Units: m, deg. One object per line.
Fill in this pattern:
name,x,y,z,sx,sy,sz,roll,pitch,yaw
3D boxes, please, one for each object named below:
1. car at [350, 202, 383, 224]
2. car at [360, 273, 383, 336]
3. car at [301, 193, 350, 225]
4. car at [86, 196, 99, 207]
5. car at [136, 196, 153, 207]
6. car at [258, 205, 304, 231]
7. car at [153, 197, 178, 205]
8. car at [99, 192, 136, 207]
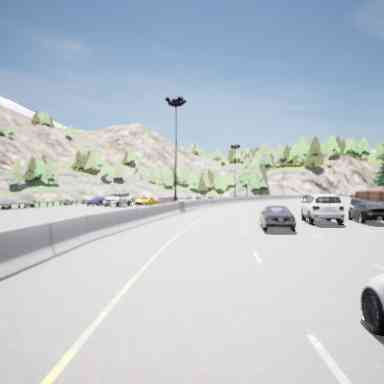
car,12.930,1.485,24.501,1.837,1.490,4.892,0,0,10
car,3.660,1.528,3.657,1.812,1.442,4.674,0,0,2
car,9.248,1.191,23.891,2.150,2.045,5.566,0,0,10
car,-13.717,1.364,49.077,1.812,1.442,4.674,0,0,17
car,-6.644,1.340,48.262,1.882,1.535,5.008,0,0,17
car,5.125,1.514,20.283,2.033,1.411,5.357,0,0,9
car,-3.426,1.401,46.823,1.812,1.442,4.674,0,0,17
car,-10.539,1.074,47.564,2.150,2.045,5.566,0,0,16
